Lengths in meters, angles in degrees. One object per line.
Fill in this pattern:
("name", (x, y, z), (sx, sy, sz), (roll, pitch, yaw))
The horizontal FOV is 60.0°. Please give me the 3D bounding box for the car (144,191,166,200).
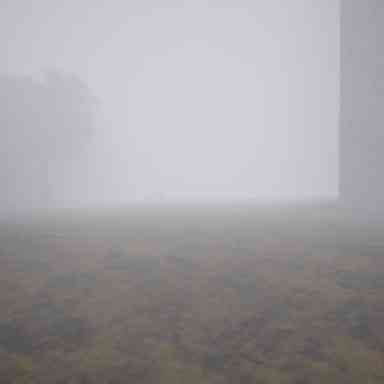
("car", (-7.092, 0.685, 64.367), (2.097, 1.767, 4.553), (1, 1, 36))
